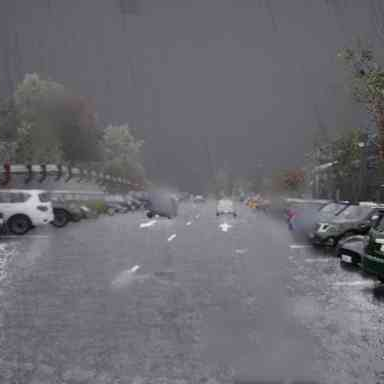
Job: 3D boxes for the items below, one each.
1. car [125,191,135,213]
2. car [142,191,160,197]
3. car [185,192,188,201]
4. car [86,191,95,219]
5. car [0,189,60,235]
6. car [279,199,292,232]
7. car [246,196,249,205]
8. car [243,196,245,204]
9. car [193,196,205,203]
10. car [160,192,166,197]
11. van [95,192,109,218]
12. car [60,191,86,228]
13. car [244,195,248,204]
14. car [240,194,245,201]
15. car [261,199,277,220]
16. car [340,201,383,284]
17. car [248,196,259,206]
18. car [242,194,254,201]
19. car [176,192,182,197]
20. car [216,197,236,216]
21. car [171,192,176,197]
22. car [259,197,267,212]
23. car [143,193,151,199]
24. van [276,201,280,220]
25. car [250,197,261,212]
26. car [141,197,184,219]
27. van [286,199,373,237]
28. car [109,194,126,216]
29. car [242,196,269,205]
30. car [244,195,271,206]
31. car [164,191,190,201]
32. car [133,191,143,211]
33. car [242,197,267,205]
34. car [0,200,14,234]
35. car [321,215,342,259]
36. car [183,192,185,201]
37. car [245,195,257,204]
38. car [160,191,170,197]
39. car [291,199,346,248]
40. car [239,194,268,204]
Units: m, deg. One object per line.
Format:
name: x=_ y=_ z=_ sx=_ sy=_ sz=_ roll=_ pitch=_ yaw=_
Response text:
car: x=-7.897 y=1.021 z=30.636 sx=4.553 sy=1.767 sz=2.185 roll=1 pitch=0 yaw=-14
car: x=-7.046 y=0.906 z=39.652 sx=5.566 sy=2.045 sz=2.435 roll=1 pitch=0 yaw=-14
car: x=-3.947 y=1.069 z=69.734 sx=4.553 sy=1.767 sz=2.185 roll=1 pitch=0 yaw=-14
car: x=-8.882 y=1.007 z=21.619 sx=4.553 sy=1.767 sz=2.185 roll=1 pitch=0 yaw=-14
car: x=-9.477 y=0.872 z=15.590 sx=5.566 sy=2.045 sz=2.435 roll=1 pitch=0 yaw=-14
car: x=7.657 y=1.468 z=16.656 sx=5.566 sy=2.045 sz=2.435 roll=3 pitch=0 yaw=-14
car: x=10.650 y=1.759 z=46.104 sx=5.008 sy=1.535 sz=2.097 roll=3 pitch=0 yaw=-14
car: x=11.570 y=1.801 z=54.952 sx=4.792 sy=1.488 sz=2.163 roll=3 pitch=0 yaw=-14
car: x=1.454 y=1.433 z=64.585 sx=1.812 sy=1.442 sz=4.674 roll=2 pitch=0 yaw=6
car: x=-6.540 y=1.162 z=42.716 sx=5.366 sy=1.575 sz=1.946 roll=1 pitch=0 yaw=-14
van: x=-8.654 y=0.910 z=24.594 sx=4.442 sy=1.987 sz=1.878 roll=1 pitch=0 yaw=-14
car: x=-9.128 y=0.878 z=18.630 sx=5.566 sy=2.045 sz=2.435 roll=1 pitch=0 yaw=-14
car: x=11.245 y=1.767 z=52.003 sx=5.008 sy=1.535 sz=2.097 roll=3 pitch=1 yaw=-14
car: x=11.966 y=1.766 z=60.774 sx=5.366 sy=1.575 sz=1.946 roll=3 pitch=0 yaw=-14
car: x=8.861 y=1.739 z=28.438 sx=4.892 sy=1.521 sz=2.231 roll=3 pitch=0 yaw=-14
car: x=6.810 y=1.457 z=7.853 sx=5.566 sy=2.045 sz=2.435 roll=3 pitch=0 yaw=-14
car: x=10.529 y=1.761 z=43.217 sx=5.366 sy=1.575 sz=1.946 roll=3 pitch=0 yaw=-14
car: x=11.846 y=1.775 z=57.888 sx=4.892 sy=1.521 sz=2.231 roll=3 pitch=1 yaw=-14
car: x=-5.165 y=0.928 z=57.712 sx=5.566 sy=2.045 sz=2.435 roll=1 pitch=0 yaw=-14
car: x=3.380 y=1.575 z=32.935 sx=1.812 sy=1.442 sz=4.674 roll=2 pitch=0 yaw=6
car: x=-5.831 y=0.920 z=51.681 sx=5.566 sy=2.045 sz=2.435 roll=1 pitch=0 yaw=-14
car: x=9.196 y=1.618 z=31.394 sx=4.553 sy=1.767 sz=2.185 roll=3 pitch=0 yaw=-14
car: x=-7.298 y=1.184 z=36.660 sx=4.792 sy=1.488 sz=2.163 roll=1 pitch=0 yaw=-14
van: x=8.390 y=1.509 z=22.589 sx=4.442 sy=1.987 sz=1.878 roll=3 pitch=0 yaw=-14
car: x=10.028 y=1.781 z=40.206 sx=4.792 sy=1.488 sz=2.163 roll=3 pitch=0 yaw=-14
car: x=-2.319 y=1.410 z=27.570 sx=2.033 sy=1.411 sz=5.357 roll=2 pitch=0 yaw=6
van: x=8.091 y=1.505 z=19.645 sx=4.442 sy=1.987 sz=1.878 roll=3 pitch=0 yaw=-14
car: x=-8.249 y=1.143 z=27.636 sx=4.892 sy=1.521 sz=2.231 roll=1 pitch=0 yaw=-14
car: x=12.744 y=1.786 z=66.714 sx=4.892 sy=1.521 sz=2.231 roll=3 pitch=0 yaw=-14
car: x=12.478 y=1.657 z=63.775 sx=4.553 sy=1.767 sz=2.185 roll=3 pitch=1 yaw=-14
car: x=-3.389 y=0.949 z=75.727 sx=5.566 sy=2.045 sz=2.435 roll=1 pitch=0 yaw=-14
car: x=-7.600 y=1.025 z=33.651 sx=4.553 sy=1.767 sz=2.185 roll=1 pitch=0 yaw=-14
car: x=13.035 y=1.828 z=69.657 sx=4.674 sy=1.452 sz=2.002 roll=3 pitch=0 yaw=-14
car: x=-9.786 y=1.149 z=12.581 sx=4.792 sy=1.488 sz=2.163 roll=1 pitch=0 yaw=-14
car: x=7.053 y=1.740 z=10.760 sx=4.792 sy=1.488 sz=2.163 roll=3 pitch=0 yaw=-14
car: x=-4.313 y=1.064 z=66.718 sx=4.553 sy=1.767 sz=2.185 roll=1 pitch=0 yaw=-14
car: x=11.126 y=1.769 z=49.105 sx=5.366 sy=1.575 sz=1.946 roll=3 pitch=0 yaw=-14
car: x=-6.377 y=0.914 z=45.678 sx=5.566 sy=2.045 sz=2.435 roll=1 pitch=0 yaw=-14
car: x=7.358 y=1.464 z=13.711 sx=5.566 sy=2.045 sz=2.435 roll=3 pitch=0 yaw=-14
car: x=13.372 y=1.542 z=72.615 sx=5.566 sy=2.045 sz=2.435 roll=3 pitch=0 yaw=-14
